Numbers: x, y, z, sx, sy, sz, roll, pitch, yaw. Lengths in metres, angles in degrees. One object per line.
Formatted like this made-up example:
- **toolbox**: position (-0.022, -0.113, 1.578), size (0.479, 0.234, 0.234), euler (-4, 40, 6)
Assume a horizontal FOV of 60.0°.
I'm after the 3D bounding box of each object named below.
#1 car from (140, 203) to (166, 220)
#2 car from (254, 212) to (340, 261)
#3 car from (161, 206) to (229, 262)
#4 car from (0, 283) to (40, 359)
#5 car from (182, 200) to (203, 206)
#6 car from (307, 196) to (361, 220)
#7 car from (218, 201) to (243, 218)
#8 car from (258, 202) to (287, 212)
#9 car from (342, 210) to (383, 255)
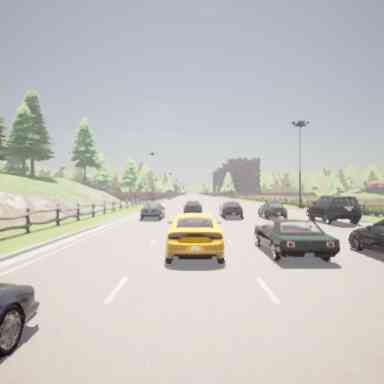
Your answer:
- **car**: position (-3.407, 1.647, 29.478), size (2.033, 1.411, 5.357), euler (0, 0, 0)
- **car**: position (3.598, 1.642, 12.380), size (1.895, 1.301, 4.718), euler (0, 0, 0)
- **car**: position (0.095, 1.518, 12.269), size (1.882, 1.535, 5.008), euler (0, 0, 0)
- **car**: position (-3.401, 1.559, 2.959), size (2.033, 1.411, 5.357), euler (0, 0, 0)
- **car**: position (0.085, 1.618, 33.470), size (1.837, 1.490, 4.892), euler (0, 0, 0)
- **car**: position (10.594, 1.305, 25.102), size (2.150, 2.045, 5.566), euler (0, 0, 0)
- **car**: position (3.593, 1.609, 30.870), size (1.837, 1.490, 4.892), euler (0, 0, 0)
- **car**: position (7.093, 1.622, 29.420), size (1.812, 1.442, 4.674), euler (0, 0, 0)
- **car**: position (7.097, 1.562, 11.139), size (1.812, 1.442, 4.674), euler (0, 0, 0)
